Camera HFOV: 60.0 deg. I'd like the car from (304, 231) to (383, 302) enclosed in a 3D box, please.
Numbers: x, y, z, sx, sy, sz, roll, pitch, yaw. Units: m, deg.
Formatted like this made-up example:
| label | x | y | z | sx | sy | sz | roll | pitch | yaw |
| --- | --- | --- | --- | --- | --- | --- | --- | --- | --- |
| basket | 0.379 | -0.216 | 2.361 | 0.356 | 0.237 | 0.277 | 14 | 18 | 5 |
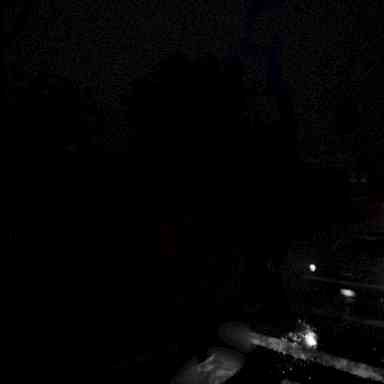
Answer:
| label | x | y | z | sx | sy | sz | roll | pitch | yaw |
| --- | --- | --- | --- | --- | --- | --- | --- | --- | --- |
| car | 4.516 | 1.713 | 8.324 | 1.895 | 1.301 | 4.718 | -1 | -1 | 40 |
